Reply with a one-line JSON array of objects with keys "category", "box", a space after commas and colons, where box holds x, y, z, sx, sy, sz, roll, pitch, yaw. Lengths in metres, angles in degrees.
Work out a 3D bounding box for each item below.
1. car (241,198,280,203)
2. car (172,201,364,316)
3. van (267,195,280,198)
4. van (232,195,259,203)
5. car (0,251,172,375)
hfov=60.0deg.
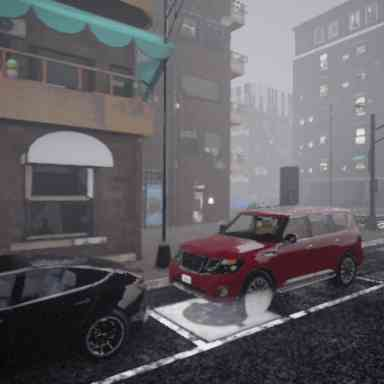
[{"category": "car", "box": [6.577, 1.420, 28.018, 2.008, 1.369, 4.403, 0, 0, -35]}, {"category": "car", "box": [1.948, 1.282, 7.643, 5.009, 1.841, 2.192, 0, 1, -35]}, {"category": "van", "box": [9.885, 1.275, 37.098, 1.690, 1.788, 3.998, 0, 0, -35]}, {"category": "van", "box": [6.708, 1.285, 41.703, 1.690, 1.788, 3.998, 0, 0, -35]}, {"category": "car", "box": [-2.649, 1.565, 4.367, 4.313, 1.339, 1.947, 0, 1, -35]}]
